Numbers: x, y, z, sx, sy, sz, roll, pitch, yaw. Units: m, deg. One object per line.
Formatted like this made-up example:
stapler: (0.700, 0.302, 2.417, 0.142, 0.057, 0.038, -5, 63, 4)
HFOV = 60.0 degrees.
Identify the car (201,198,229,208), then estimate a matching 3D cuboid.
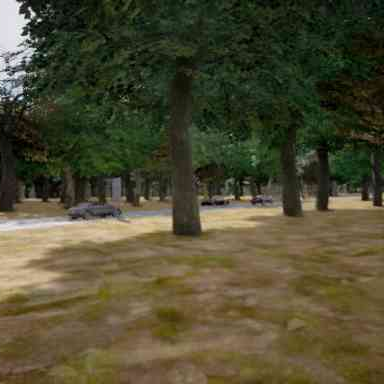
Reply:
car: (3.191, 1.463, 46.480, 1.895, 1.301, 4.718, -2, -1, 38)

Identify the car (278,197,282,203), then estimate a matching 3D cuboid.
car: (16.978, 1.219, 58.355, 2.033, 1.411, 5.357, -2, -1, 38)

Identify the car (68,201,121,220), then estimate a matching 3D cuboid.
car: (-7.716, 1.428, 26.627, 1.994, 1.385, 4.181, -2, -1, 38)

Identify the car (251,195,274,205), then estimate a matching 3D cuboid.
car: (10.606, 1.222, 50.098, 1.837, 1.490, 4.892, -2, -1, 38)
